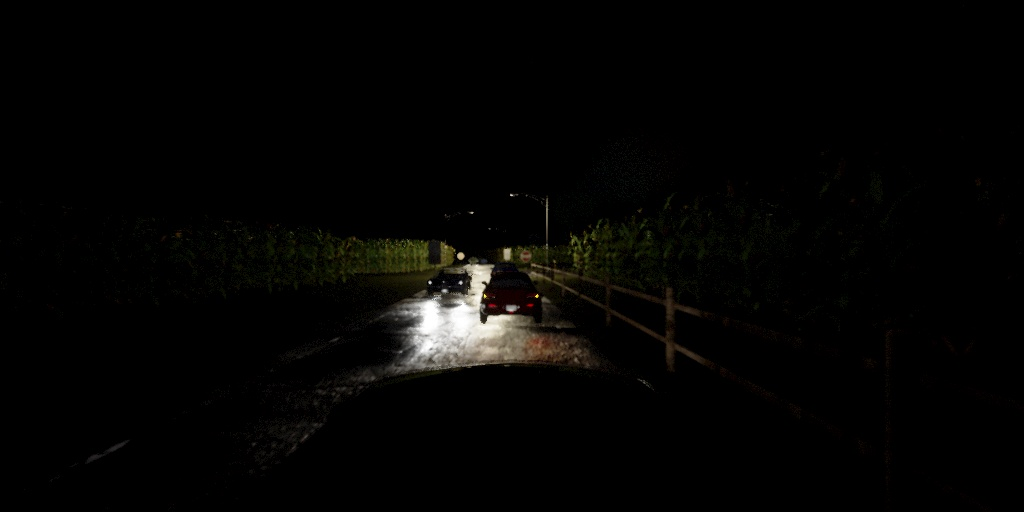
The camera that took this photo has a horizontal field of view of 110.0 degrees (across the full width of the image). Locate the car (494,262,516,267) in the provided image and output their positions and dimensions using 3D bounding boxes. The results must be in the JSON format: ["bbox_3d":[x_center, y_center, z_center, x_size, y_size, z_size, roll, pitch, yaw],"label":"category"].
[{"bbox_3d":[-0.498,1.176,24.832,1.882,1.535,5.008,0,0,-2],"label":"car"}]

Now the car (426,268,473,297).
[{"bbox_3d":[-3.162,1.313,18.851,1.895,1.301,4.718,0,0,-2],"label":"car"}]

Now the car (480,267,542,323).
[{"bbox_3d":[-0.058,1.251,11.918,1.812,1.442,4.674,0,0,-1],"label":"car"}]
